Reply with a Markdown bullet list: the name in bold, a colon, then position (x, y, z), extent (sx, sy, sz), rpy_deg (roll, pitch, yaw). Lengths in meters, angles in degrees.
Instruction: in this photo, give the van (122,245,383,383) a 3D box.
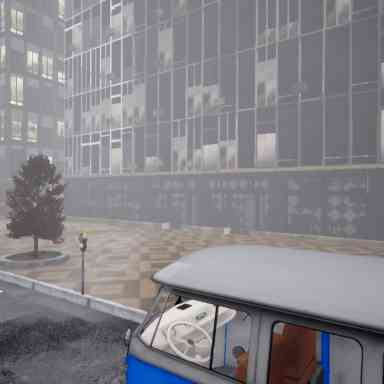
- **van**: position (1.332, 1.341, 1.918), extent (3.998, 1.788, 1.690), rpy_deg (0, 0, 35)
